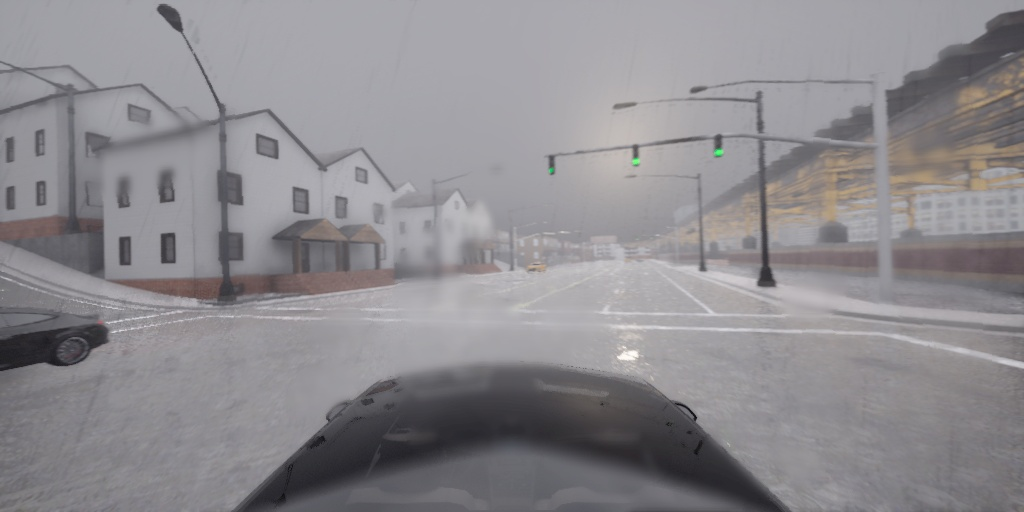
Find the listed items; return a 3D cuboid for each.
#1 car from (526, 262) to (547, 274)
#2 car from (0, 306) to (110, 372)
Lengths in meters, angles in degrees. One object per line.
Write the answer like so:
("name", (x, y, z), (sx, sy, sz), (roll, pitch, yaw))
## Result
("car", (3.467, 1.603, 50.306), (1.882, 1.535, 5.008), (-2, -1, 19))
("car", (-10.467, 1.721, 6.523), (1.812, 1.442, 4.674), (-3, -1, 2))
